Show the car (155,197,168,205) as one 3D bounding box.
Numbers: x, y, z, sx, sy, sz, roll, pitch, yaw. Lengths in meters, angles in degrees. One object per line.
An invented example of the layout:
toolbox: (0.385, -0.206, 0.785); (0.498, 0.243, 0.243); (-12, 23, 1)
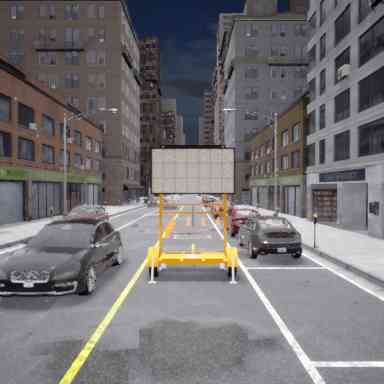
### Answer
car: (-5.674, 1.579, 61.995); (2.008, 1.369, 4.403); (-1, 0, 0)

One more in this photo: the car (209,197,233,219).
car: (2.797, 1.445, 28.950); (1.967, 1.590, 4.097); (-1, 0, 0)

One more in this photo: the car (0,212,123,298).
car: (-3.086, 1.504, 8.717); (1.837, 1.490, 4.892); (0, 0, 0)

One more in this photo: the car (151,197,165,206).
car: (-5.683, 1.589, 56.490); (1.947, 1.339, 4.313); (-1, 0, 0)

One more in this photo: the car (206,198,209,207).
car: (2.807, 1.552, 34.455); (1.887, 1.381, 4.507); (-1, 0, 0)

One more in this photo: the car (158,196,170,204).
car: (-5.666, 1.578, 67.500); (1.887, 1.381, 4.507); (-1, 0, 0)

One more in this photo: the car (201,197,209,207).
car: (2.833, 1.585, 50.971); (1.947, 1.339, 4.313); (-1, 0, 0)

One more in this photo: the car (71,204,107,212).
car: (-5.745, 1.441, 17.954); (1.967, 1.590, 4.097); (-1, 0, 0)

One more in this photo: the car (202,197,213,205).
car: (2.851, 1.573, 61.981); (1.887, 1.381, 4.507); (-1, 0, 0)

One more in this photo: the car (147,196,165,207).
car: (-5.693, 1.459, 50.984); (1.967, 1.590, 4.097); (-1, 0, 0)

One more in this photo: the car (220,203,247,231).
car: (2.781, 1.546, 17.940); (1.887, 1.381, 4.507); (-1, 0, 0)

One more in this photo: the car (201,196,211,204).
car: (2.859, 1.578, 67.486); (1.887, 1.381, 4.507); (-1, 0, 0)

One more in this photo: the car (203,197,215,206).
car: (2.842, 1.568, 56.476); (1.887, 1.381, 4.507); (-1, 0, 0)

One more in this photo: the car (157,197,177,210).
car: (-2.933, 1.613, 42.389); (1.895, 1.301, 4.718); (0, 0, 0)

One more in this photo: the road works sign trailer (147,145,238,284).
road works sign trailer: (0.028, 0.464, 9.577); (2.380, 3.560, 2.880); (0, 0, 0)

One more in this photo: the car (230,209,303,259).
car: (2.772, 1.550, 12.434); (2.008, 1.369, 4.403); (-1, 0, 0)
